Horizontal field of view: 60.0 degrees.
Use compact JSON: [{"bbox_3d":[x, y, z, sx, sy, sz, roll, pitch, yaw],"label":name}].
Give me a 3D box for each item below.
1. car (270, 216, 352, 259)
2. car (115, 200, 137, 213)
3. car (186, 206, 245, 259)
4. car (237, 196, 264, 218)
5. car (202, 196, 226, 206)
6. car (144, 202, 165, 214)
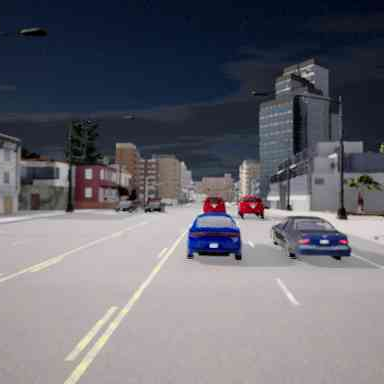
[{"bbox_3d":[4.386,1.649,13.073,2.033,1.411,5.357,0,0,4],"label":"car"},{"bbox_3d":[-7.985,1.810,40.677,1.837,1.490,4.892,0,-1,4],"label":"car"},{"bbox_3d":[0.876,1.564,13.080,1.882,1.535,5.008,0,0,4],"label":"car"},{"bbox_3d":[5.698,1.455,32.585,2.150,2.045,5.566,0,-1,4],"label":"car"},{"bbox_3d":[2.203,1.441,32.787,2.150,2.045,5.566,0,-1,4],"label":"car"},{"bbox_3d":[-4.501,1.880,40.313,1.994,1.385,4.181,0,-1,4],"label":"car"}]
